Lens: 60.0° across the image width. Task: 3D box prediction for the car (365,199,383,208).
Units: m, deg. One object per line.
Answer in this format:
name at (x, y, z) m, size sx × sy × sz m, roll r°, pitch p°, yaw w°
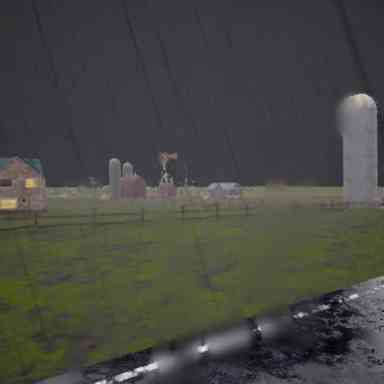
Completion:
car at (30.400, 1.842, 54.521) m, size 1.994 × 1.385 × 4.181 m, roll -1°, pitch -1°, yaw -4°
